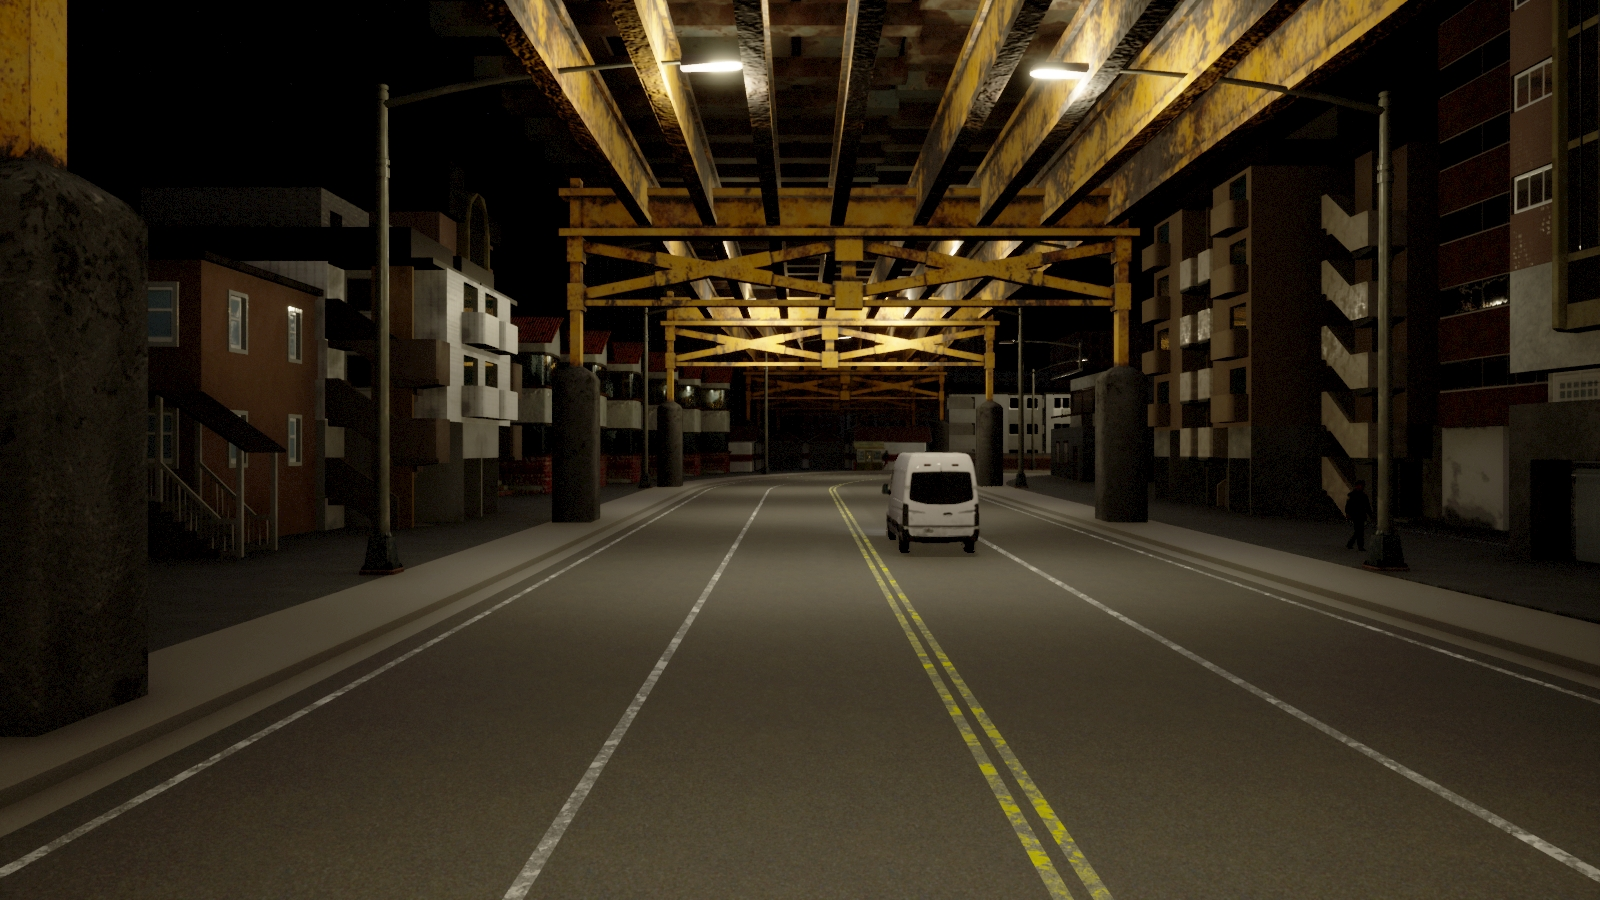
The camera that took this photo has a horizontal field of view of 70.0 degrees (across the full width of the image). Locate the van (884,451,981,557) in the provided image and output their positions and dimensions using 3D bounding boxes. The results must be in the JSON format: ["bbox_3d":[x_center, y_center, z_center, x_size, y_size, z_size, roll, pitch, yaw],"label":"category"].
[{"bbox_3d":[3.512,1.345,31.343,1.988,2.561,5.915,0,1,0],"label":"van"}]

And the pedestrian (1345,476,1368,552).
[{"bbox_3d":[13.908,1.594,28.556,0.375,1.860,0.375,0,0,-10],"label":"pedestrian"}]
